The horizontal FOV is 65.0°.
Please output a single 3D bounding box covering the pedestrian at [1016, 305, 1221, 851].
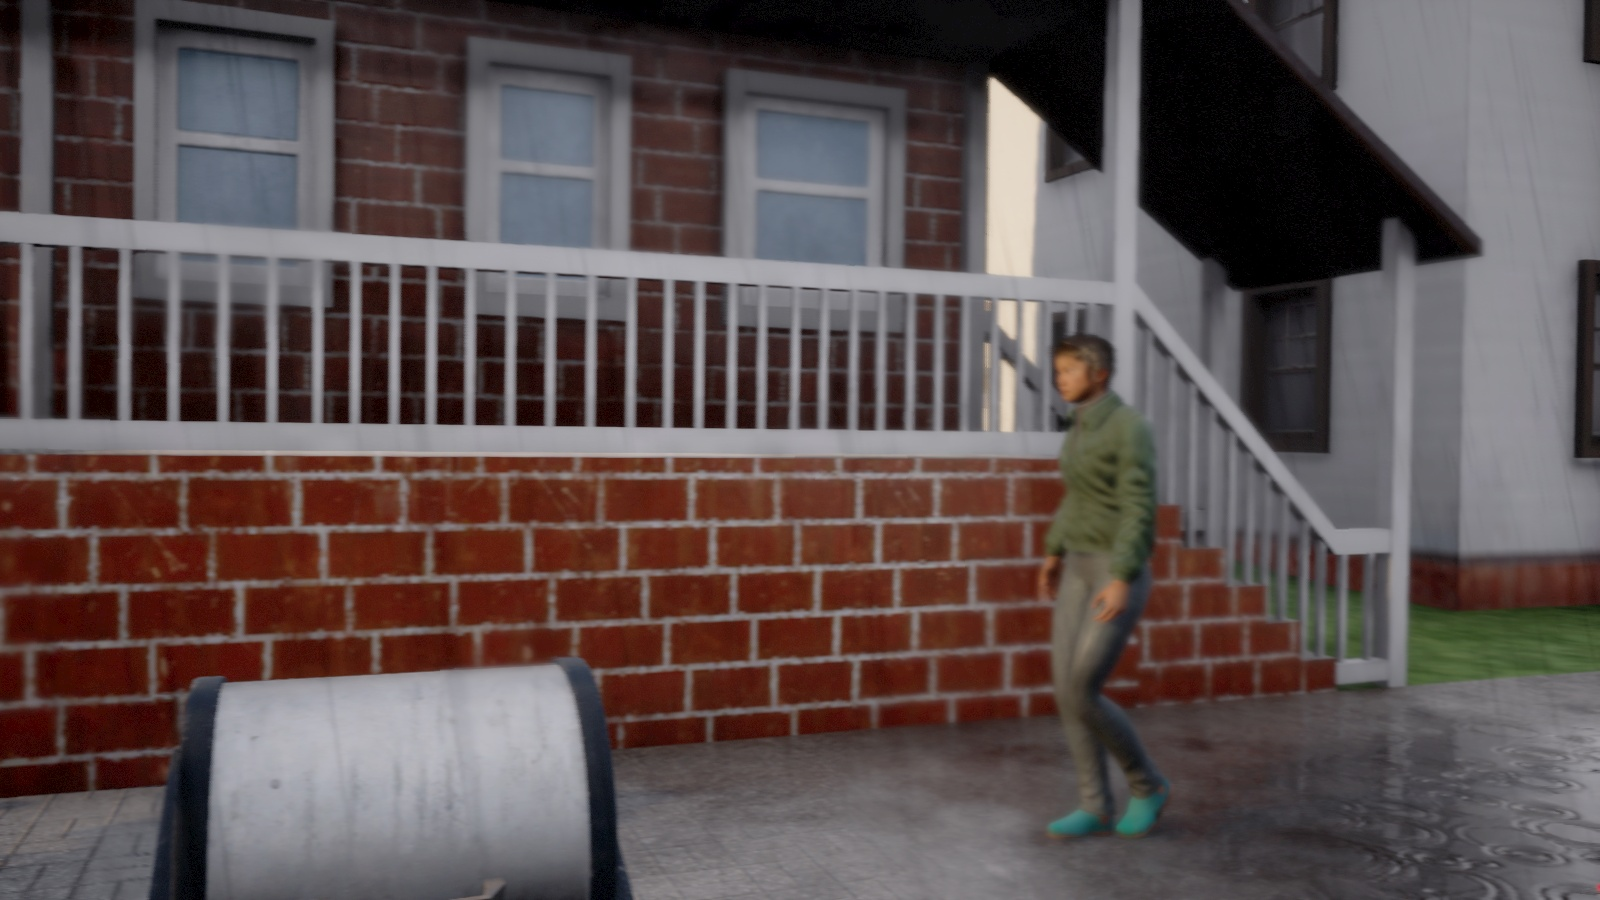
[{"bbox_3d":[1.138,0.429,4.509,0.614,1.847,0.353,-1,1,-18],"label":"pedestrian"}]
